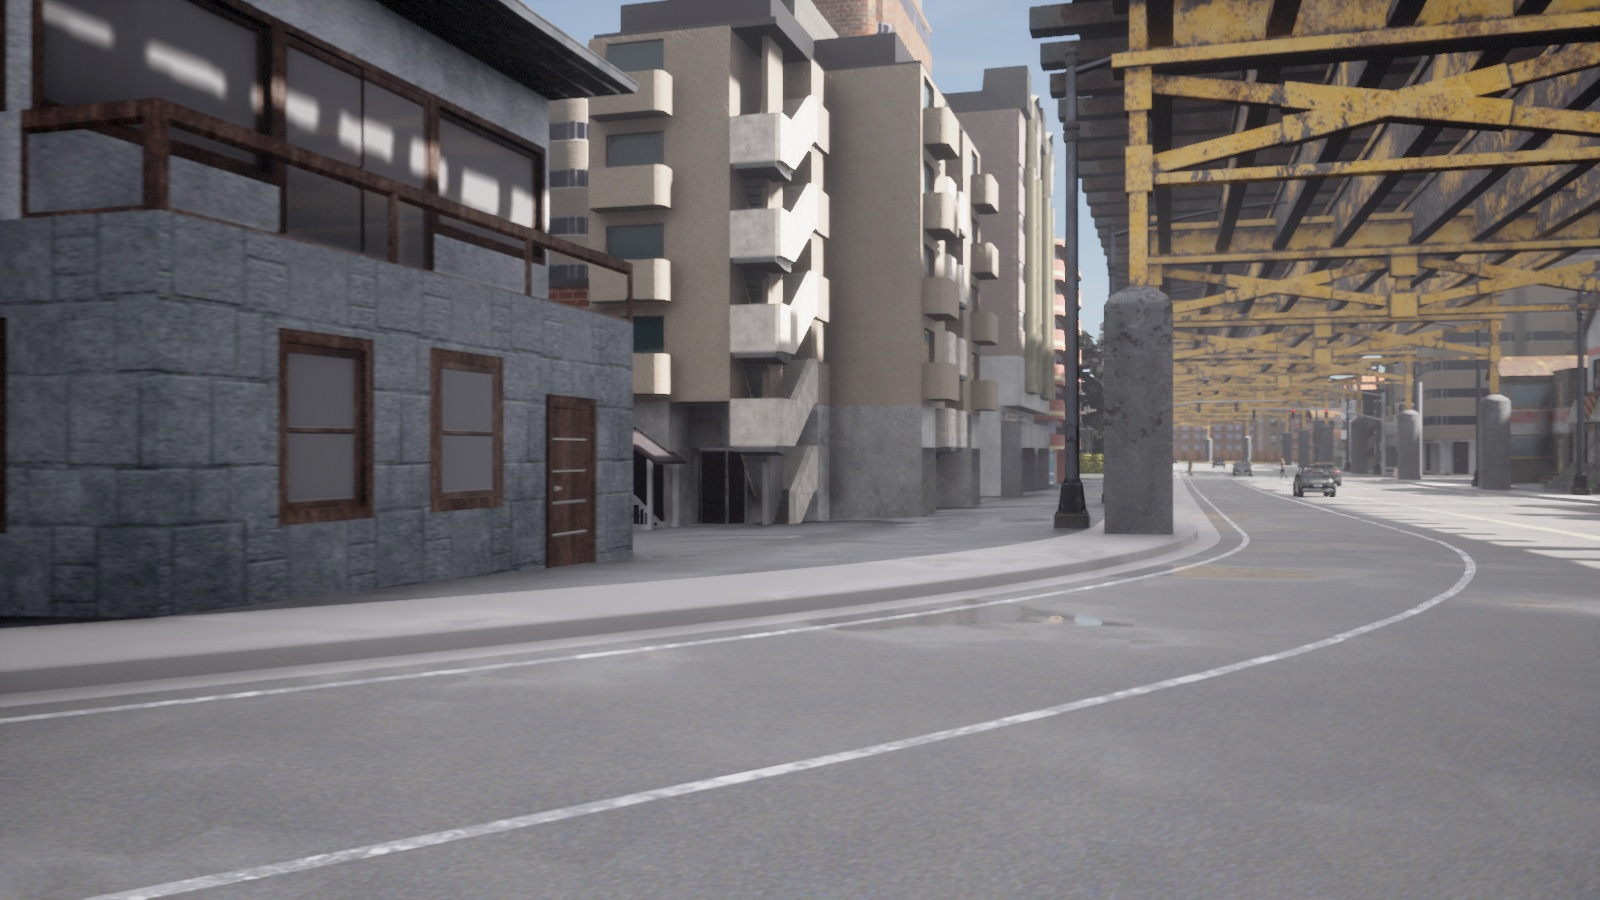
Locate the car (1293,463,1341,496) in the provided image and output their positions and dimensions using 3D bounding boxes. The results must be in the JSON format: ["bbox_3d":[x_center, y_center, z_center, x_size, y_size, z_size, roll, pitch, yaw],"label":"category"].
[{"bbox_3d":[25.274,1.419,61.529,1.789,1.549,3.705,0,-1,16],"label":"car"}]

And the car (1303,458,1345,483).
[{"bbox_3d":[36.933,1.407,88.579,2.242,1.667,4.611,0,0,16],"label":"car"}]
